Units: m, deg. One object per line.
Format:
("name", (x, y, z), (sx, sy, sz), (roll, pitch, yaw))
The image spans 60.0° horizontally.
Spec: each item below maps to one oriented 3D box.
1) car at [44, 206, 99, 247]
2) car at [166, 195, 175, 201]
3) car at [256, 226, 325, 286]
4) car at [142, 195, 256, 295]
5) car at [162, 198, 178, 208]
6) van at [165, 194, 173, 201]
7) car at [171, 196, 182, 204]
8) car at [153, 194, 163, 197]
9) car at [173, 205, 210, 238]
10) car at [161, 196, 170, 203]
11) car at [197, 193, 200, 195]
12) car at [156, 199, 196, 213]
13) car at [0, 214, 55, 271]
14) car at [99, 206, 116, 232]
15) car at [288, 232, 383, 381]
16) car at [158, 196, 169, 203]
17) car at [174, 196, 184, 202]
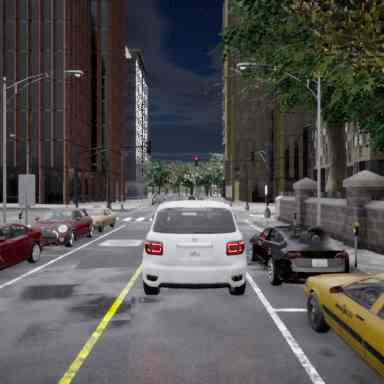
("car", (-5.775, 1.441, 14.694), (1.967, 1.590, 4.097), (0, 0, 0))
("car", (-5.827, 1.585, 90.184), (2.008, 1.369, 4.403), (0, 0, 0))
("car", (2.754, 1.566, 9.245), (1.947, 1.339, 4.313), (0, 0, 0))
("car", (0.060, 1.222, 8.835), (2.150, 2.045, 5.566), (0, 0, 0))
("car", (-3.130, 1.574, 48.122), (1.994, 1.385, 4.181), (0, 0, 0))
("van", (-5.824, 1.371, 84.747), (1.690, 1.788, 3.998), (0, 0, 0))
("car", (-3.069, 1.583, 66.991), (1.994, 1.385, 4.181), (0, 0, 1))
("car", (-5.805, 1.329, 57.559), (2.192, 1.841, 5.009), (0, 0, 0))
("car", (0.010, 1.527, 18.480), (1.812, 1.442, 4.674), (0, 0, 0))
("car", (-5.816, 1.548, 73.701), (1.752, 1.417, 4.829), (0, 0, 0))
("car", (2.706, 1.571, 79.315), (1.887, 1.381, 4.507), (0, 0, 0))
("car", (-1.710, 1.523, 37.061), (1.812, 1.442, 4.674), (2, 1, 38))
("car", (-5.771, 1.545, 9.237), (1.887, 1.381, 4.507), (0, 0, 0))
("car", (-5.778, 1.527, 19.981), (1.752, 1.417, 4.829), (0, 0, 0))
("car", (2.758, 1.525, 3.958), (1.752, 1.417, 4.829), (0, 0, 0))
("car", (-5.812, 1.602, 68.434), (1.802, 1.307, 4.206), (0, 0, 0))
("car", (-3.055, 1.558, 77.331), (2.033, 1.411, 5.357), (0, 0, 0))
